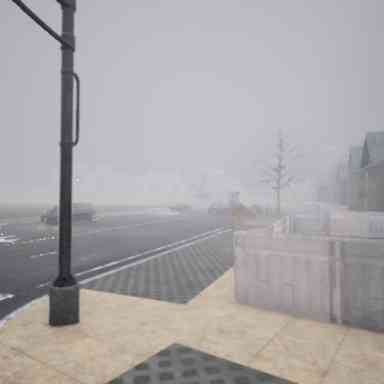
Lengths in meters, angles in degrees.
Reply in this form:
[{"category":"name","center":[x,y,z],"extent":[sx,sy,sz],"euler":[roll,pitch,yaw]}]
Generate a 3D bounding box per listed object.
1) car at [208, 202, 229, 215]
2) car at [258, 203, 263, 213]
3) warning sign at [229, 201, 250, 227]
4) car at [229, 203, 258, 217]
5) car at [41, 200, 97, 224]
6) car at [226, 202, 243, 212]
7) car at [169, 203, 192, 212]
[{"category":"car","center":[3.647,2.044,43.531],"extent":[2.097,1.767,4.553],"euler":[1,-1,19]},{"category":"car","center":[9.884,2.426,51.950],"extent":[1.837,1.490,4.892],"euler":[1,0,18]},{"category":"warning sign","center":[3.582,1.649,25.143],"extent":[1.300,1.860,1.060],"euler":[3,1,20]},{"category":"car","center":[6.569,2.243,42.057],"extent":[2.128,1.511,4.902],"euler":[1,-1,20]},{"category":"car","center":[-9.592,1.564,26.239],"extent":[2.097,1.767,4.553],"euler":[1,0,20]},{"category":"car","center":[6.792,2.379,52.951],"extent":[1.812,1.442,4.674],"euler":[1,-1,18]},{"category":"car","center":[-1.644,2.204,48.336],"extent":[1.895,1.301,4.718],"euler":[1,-1,19]}]
